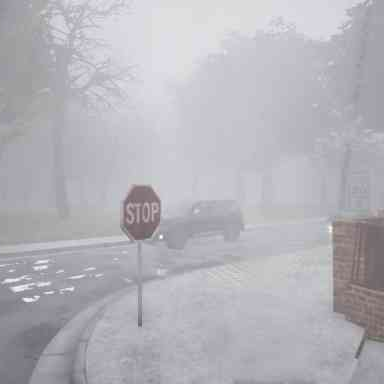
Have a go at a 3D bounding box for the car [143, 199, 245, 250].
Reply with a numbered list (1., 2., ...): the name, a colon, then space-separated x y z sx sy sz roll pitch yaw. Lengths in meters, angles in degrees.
1. car: 0.080 1.337 15.260 5.566 2.045 2.150 1 -1 -42

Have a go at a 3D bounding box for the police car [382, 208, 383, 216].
1. police car: 16.072 1.655 25.612 5.238 1.638 1.930 1 -1 -42

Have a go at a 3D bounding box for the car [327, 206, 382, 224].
1. car: 12.781 1.802 26.493 5.357 1.411 2.033 1 -1 -41
